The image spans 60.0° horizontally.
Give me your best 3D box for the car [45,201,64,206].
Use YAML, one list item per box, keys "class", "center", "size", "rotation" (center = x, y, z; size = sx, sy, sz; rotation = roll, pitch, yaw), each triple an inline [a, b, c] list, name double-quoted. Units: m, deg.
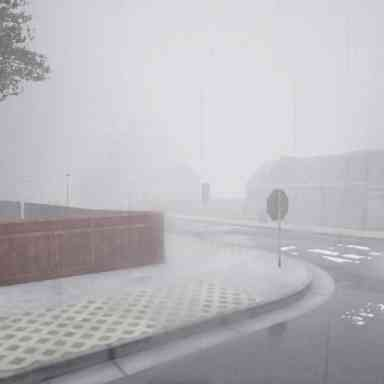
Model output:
- class: "car"
  center: [-19.371, 1.955, 46.342]
  size: [1.895, 1.301, 4.718]
  rotation: [0, 0, -36]
